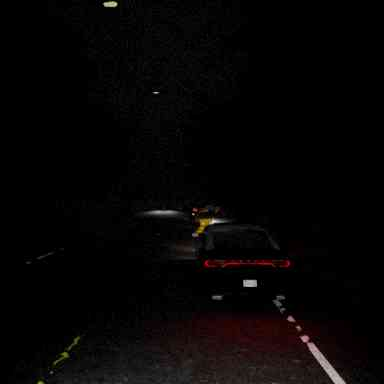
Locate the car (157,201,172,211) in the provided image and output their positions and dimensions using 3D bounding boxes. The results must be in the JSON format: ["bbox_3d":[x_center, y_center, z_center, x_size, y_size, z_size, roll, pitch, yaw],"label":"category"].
[{"bbox_3d":[-3.878,1.903,46.876,1.895,1.301,4.718,0,-1,-1],"label":"car"}]

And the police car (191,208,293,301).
[{"bbox_3d":[1.039,1.449,8.578,1.930,1.638,5.238,0,0,0],"label":"police car"}]

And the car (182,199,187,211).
[{"bbox_3d":[-0.310,1.782,45.340,2.128,1.511,4.902,0,-1,0],"label":"car"}]

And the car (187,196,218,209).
[{"bbox_3d":[0.924,1.317,24.526,2.150,2.045,5.566,-1,0,-1],"label":"car"}]

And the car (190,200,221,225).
[{"bbox_3d":[0.977,1.517,18.672,1.801,1.575,5.366,-1,0,0],"label":"car"}]

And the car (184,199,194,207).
[{"bbox_3d":[-0.581,1.966,59.425,1.812,1.442,4.674,0,-1,-1],"label":"car"}]
